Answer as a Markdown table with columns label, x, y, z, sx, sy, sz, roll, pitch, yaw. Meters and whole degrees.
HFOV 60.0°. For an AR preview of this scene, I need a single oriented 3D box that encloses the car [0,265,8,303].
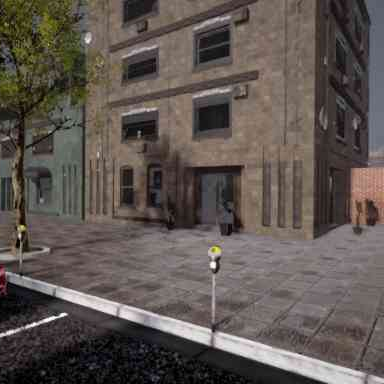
| label | x | y | z | sx | sy | sz | roll | pitch | yaw |
| --- | --- | --- | --- | --- | --- | --- | --- | --- | --- |
| car | -5.277 | 1.579 | 6.630 | 4.206 | 1.307 | 1.802 | 0 | 1 | 35 |
